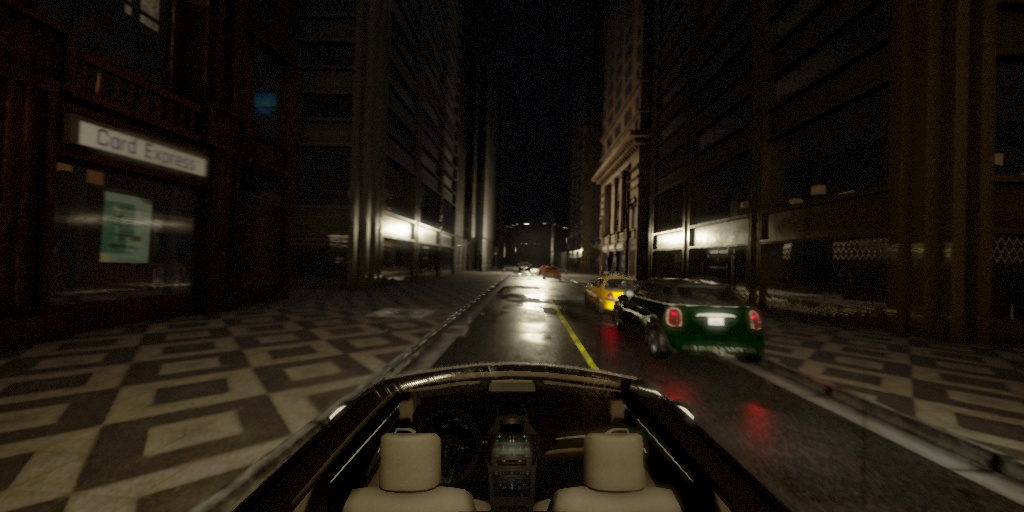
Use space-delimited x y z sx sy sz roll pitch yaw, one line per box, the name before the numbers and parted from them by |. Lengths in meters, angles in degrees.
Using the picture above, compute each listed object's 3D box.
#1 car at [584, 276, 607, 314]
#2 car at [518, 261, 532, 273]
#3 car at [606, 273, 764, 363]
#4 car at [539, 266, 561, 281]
car | 4.297 1.517 15.334 1.801 1.575 5.366 2 -1 2
car | 2.189 1.885 62.192 2.150 2.045 5.566 2 -1 2
car | 4.063 1.324 9.121 2.097 1.767 4.553 2 -1 2
car | 4.396 1.881 40.278 1.882 1.535 5.008 2 -1 2
